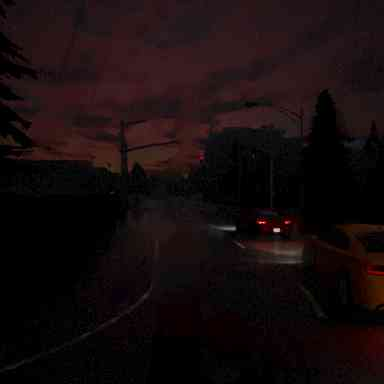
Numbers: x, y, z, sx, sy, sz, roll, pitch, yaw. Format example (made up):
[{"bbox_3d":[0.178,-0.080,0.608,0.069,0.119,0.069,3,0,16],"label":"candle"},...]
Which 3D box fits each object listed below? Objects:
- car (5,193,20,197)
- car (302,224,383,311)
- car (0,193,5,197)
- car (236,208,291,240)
[{"bbox_3d":[-38.337,1.097,72.949,1.932,1.855,4.605,0,0,-5],"label":"car"},{"bbox_3d":[4.003,1.478,7.765,1.882,1.535,5.008,0,0,6],"label":"car"},{"bbox_3d":[-41.194,1.077,72.277,1.905,1.878,3.866,0,0,-5],"label":"car"},{"bbox_3d":[3.552,1.526,17.079,1.812,1.442,4.674,0,0,-5],"label":"car"}]
